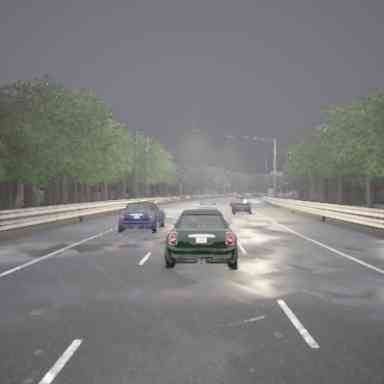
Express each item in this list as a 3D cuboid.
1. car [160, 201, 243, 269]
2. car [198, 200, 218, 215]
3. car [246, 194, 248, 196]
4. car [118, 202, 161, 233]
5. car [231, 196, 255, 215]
[{"bbox_3d":[0.323,1.351,11.305,2.097,1.767,4.553,0,0,2],"label":"car"},{"bbox_3d":[1.756,1.594,35.364,1.895,1.301,4.718,0,0,5],"label":"car"},{"bbox_3d":[11.546,1.451,78.945,1.882,1.535,5.008,0,0,12],"label":"car"},{"bbox_3d":[-2.838,1.346,19.768,2.097,1.767,4.553,0,0,3],"label":"car"},{"bbox_3d":[5.068,1.481,34.402,2.128,1.511,4.902,0,0,5],"label":"car"}]
